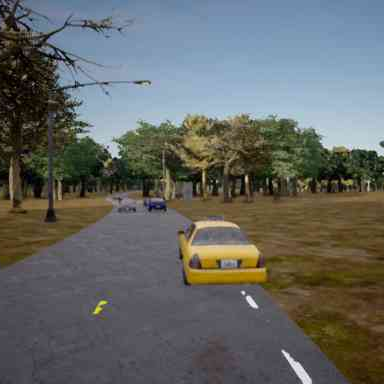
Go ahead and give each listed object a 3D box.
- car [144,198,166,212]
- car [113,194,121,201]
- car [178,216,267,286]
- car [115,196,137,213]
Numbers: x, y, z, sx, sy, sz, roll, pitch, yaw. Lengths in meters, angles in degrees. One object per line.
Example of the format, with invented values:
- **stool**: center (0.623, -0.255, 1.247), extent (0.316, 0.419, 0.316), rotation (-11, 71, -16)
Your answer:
- **car**: center (-4.057, 1.391, 37.890), extent (1.882, 1.535, 5.008), rotation (0, 0, -11)
- **car**: center (-16.475, 1.231, 73.868), extent (2.033, 1.411, 5.357), rotation (0, 1, -18)
- **car**: center (0.584, 1.445, 9.388), extent (1.801, 1.575, 5.366), rotation (0, 0, -4)
- **car**: center (-6.893, 1.455, 35.618), extent (1.812, 1.442, 4.674), rotation (0, 0, -10)
